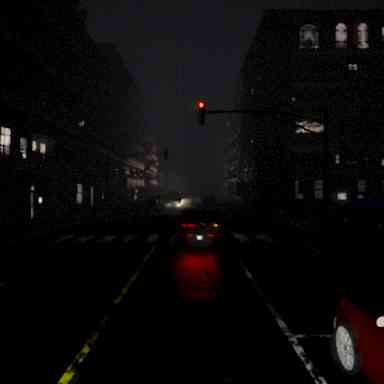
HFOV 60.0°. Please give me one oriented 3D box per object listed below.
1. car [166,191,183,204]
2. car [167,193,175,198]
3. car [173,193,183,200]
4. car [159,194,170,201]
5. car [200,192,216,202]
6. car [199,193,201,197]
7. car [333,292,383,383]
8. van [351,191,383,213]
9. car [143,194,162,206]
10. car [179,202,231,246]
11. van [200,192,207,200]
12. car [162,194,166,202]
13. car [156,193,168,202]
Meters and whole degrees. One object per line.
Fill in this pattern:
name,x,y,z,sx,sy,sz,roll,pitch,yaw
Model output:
car,-3.030,0.856,55.540,2.150,2.045,5.566,0,0,0
car,-5.625,1.012,90.310,1.802,1.307,4.206,-1,0,0
car,-2.943,1.003,71.980,2.033,1.411,5.357,0,0,0
car,-5.644,1.140,68.199,1.802,1.307,4.206,-1,0,0
car,2.722,1.099,51.602,1.967,1.590,4.097,-1,0,0
car,2.737,1.109,68.186,2.008,1.369,4.403,-1,0,0
car,2.683,1.525,2.604,1.887,1.381,4.507,0,0,0
van,15.663,0.841,28.161,3.998,1.788,1.690,-1,2,-1
car,-5.661,1.244,46.087,2.008,1.369,4.403,0,0,0
car,0.626,1.403,14.662,1.837,1.490,4.892,0,0,8
van,2.744,0.834,79.240,1.690,1.788,3.998,-1,0,0
car,-5.657,1.225,51.614,1.947,1.339,4.313,0,0,0
car,-5.649,1.032,62.670,1.967,1.590,4.097,-1,0,0
